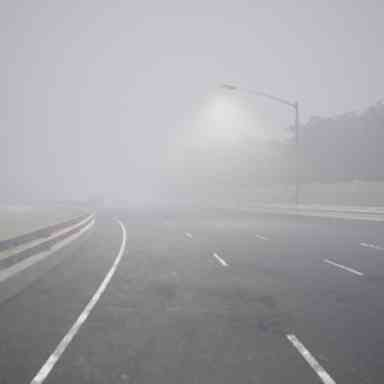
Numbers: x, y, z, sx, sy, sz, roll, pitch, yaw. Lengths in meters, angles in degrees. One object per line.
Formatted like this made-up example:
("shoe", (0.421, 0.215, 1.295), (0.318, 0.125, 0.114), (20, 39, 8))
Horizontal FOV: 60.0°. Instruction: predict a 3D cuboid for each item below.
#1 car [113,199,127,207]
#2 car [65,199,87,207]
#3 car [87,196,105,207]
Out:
("car", (-14.069, 2.002, 64.722), (1.882, 1.535, 5.008), (0, 0, -27))
("car", (-21.842, 2.002, 61.635), (1.882, 1.535, 5.008), (0, -1, -41))
("car", (-18.417, 1.746, 62.966), (2.150, 2.045, 5.566), (0, -1, -38))
